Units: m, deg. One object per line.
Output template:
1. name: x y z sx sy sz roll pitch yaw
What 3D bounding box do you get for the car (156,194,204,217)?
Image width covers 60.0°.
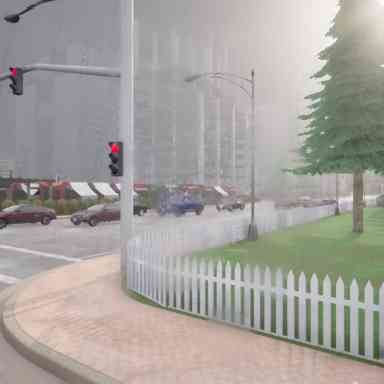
1. car: -0.967 1.221 31.349 2.150 2.045 5.566 0 0 34

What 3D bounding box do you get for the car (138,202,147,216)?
1. car: -6.172 1.478 29.882 1.882 1.535 5.008 0 0 34

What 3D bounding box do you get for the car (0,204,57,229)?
1. car: -11.387 1.526 22.133 1.812 1.442 4.674 0 0 36

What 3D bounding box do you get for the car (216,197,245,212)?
1. car: 4.663 1.491 39.692 2.128 1.511 4.902 0 0 34

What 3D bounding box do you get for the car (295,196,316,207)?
1. car: 18.260 1.478 53.308 1.882 1.535 5.008 0 0 34

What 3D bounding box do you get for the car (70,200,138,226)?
1. car: -6.273 1.526 23.426 1.812 1.442 4.674 0 0 34

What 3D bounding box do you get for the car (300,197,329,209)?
1. car: 16.226 1.564 44.019 1.994 1.385 4.181 0 0 34

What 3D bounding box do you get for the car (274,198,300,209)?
1. car: 12.774 1.547 45.155 2.033 1.411 5.357 0 0 34

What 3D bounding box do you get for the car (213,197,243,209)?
1. car: 5.173 1.491 46.670 2.128 1.511 4.902 0 0 34

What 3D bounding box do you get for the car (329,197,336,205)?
1. car: 21.092 1.526 51.247 1.812 1.442 4.674 0 0 34
